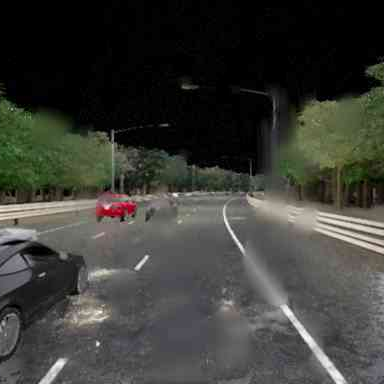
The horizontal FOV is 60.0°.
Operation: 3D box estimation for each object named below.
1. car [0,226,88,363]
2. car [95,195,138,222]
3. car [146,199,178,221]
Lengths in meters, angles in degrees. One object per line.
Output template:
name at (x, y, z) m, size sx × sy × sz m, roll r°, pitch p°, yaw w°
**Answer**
car at (-3.320, 1.530, 5.744) m, size 1.812 × 1.442 × 4.674 m, roll 0°, pitch 0°, yaw 1°
car at (-5.956, 1.221, 26.663) m, size 2.150 × 2.045 × 5.566 m, roll 0°, pitch 0°, yaw 4°
car at (-2.390, 1.351, 27.332) m, size 2.097 × 1.767 × 4.553 m, roll 0°, pitch 0°, yaw 4°
